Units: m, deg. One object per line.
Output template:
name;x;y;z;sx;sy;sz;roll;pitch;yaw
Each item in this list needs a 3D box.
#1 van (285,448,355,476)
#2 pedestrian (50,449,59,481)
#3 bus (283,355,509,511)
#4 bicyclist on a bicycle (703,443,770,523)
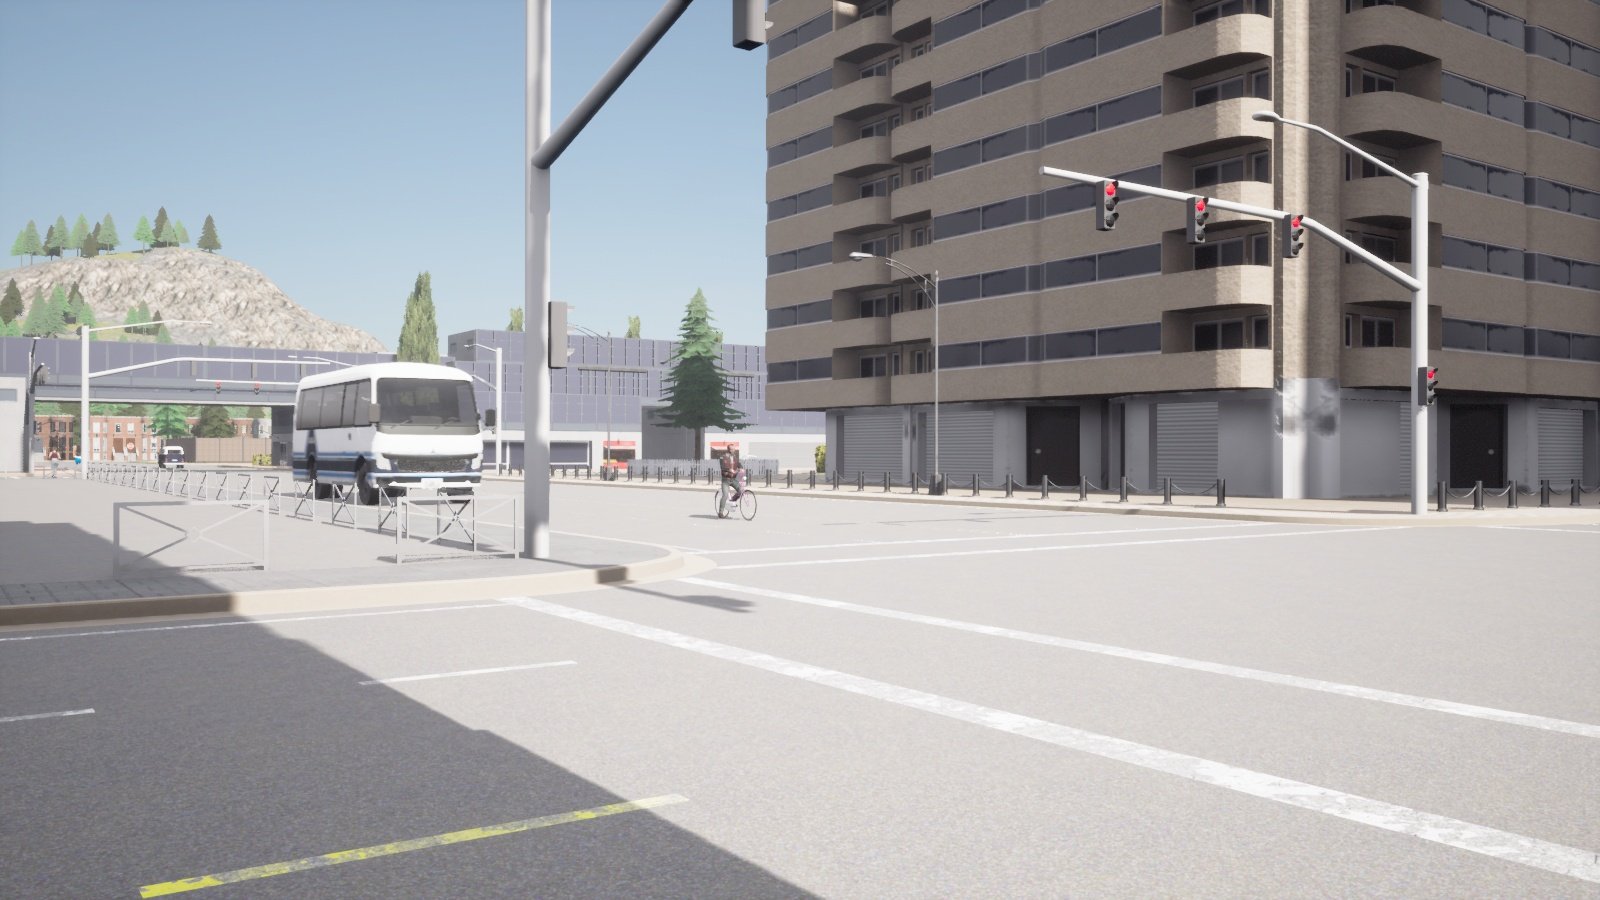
van;-34.041;0.842;89.045;4.442;1.987;1.775;0;0;16
pedestrian;-42.256;0.844;71.157;0.345;1.836;0.594;0;0;-39
bus;-13.023;-0.452;39.590;3.944;4.253;10.273;0;0;-35
bicyclist on a bicycle;-1.488;0.745;29.055;0.659;1.776;1.843;0;0;-35
